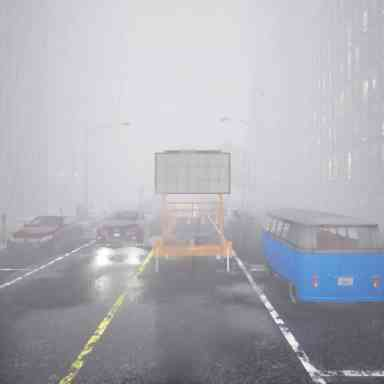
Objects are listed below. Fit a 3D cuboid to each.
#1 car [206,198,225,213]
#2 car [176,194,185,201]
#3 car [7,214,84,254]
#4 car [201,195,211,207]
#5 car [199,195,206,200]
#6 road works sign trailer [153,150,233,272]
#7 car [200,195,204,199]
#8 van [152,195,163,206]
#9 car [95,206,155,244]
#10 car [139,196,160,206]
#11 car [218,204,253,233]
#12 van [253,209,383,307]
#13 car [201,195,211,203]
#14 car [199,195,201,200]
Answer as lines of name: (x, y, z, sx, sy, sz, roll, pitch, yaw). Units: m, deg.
car: (2.764, 1.581, 36.160, 1.802, 1.307, 4.206, 0, 0, 0)
car: (-2.834, 1.292, 81.671, 2.097, 1.767, 4.553, 0, 0, 0)
car: (-5.663, 1.582, 13.410, 1.802, 1.307, 4.206, 0, 0, 0)
car: (2.788, 1.544, 47.545, 2.008, 1.369, 4.403, 0, 0, 0)
car: (2.881, 1.462, 93.085, 1.887, 1.381, 4.507, 0, 0, 0)
road works sign trailer: (0.022, 0.464, 10.723, 2.380, 3.560, 2.880, 0, 0, 0)
car: (2.799, 1.538, 53.237, 2.008, 1.369, 4.403, 0, 0, 0)
van: (-5.581, 1.328, 53.258, 1.690, 1.788, 3.998, 0, 0, 0)
car: (-3.068, 1.563, 15.564, 1.994, 1.385, 4.181, 0, 0, 0)
car: (-5.605, 1.548, 41.873, 2.008, 1.369, 4.403, 0, 0, 0)
car: (2.729, 1.581, 19.082, 1.802, 1.307, 4.206, 0, 0, 0)
van: (2.706, 1.341, 7.698, 1.690, 1.788, 3.998, 0, 0, 0)
car: (2.834, 1.401, 70.314, 1.967, 1.590, 4.097, 0, 0, 0)
car: (2.823, 1.410, 64.622, 1.967, 1.590, 4.097, 0, 0, 0)
